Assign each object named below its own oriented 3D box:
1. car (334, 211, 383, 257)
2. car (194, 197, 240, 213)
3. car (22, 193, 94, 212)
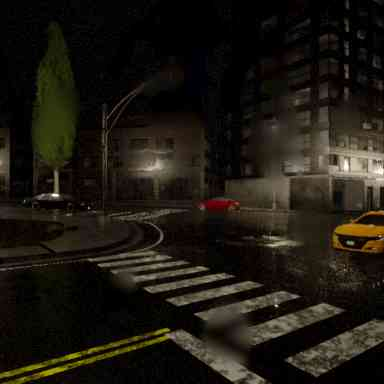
[{"bbox_3d":[7.557,1.505,13.032,5.008,1.535,1.882,0,0,-35],"label":"car"},{"bbox_3d":[2.313,1.118,30.588,4.181,1.385,1.994,2,0,11],"label":"car"},{"bbox_3d":[-10.581,0.786,26.271,5.357,1.411,2.033,1,0,11],"label":"car"}]
